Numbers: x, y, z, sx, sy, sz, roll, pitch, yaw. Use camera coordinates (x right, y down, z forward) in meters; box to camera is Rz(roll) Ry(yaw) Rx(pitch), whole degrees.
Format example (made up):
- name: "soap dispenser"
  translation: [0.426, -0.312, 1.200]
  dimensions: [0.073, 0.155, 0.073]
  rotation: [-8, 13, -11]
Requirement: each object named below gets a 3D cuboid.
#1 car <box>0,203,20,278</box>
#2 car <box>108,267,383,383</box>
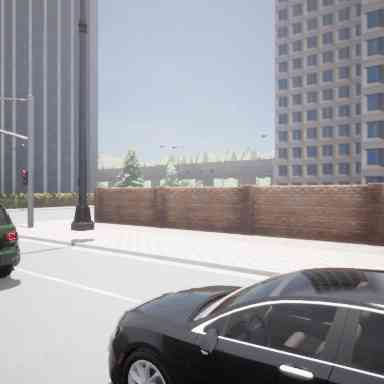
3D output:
- name: "car"
  translation: [-6.786, 1.221, 8.819]
  dimensions: [5.566, 2.045, 2.150]
  rotation: [0, 0, 35]
- name: "car"
  translation: [1.290, 1.505, 3.073]
  dimensions: [4.892, 1.490, 1.837]
  rotation: [0, 0, 36]
